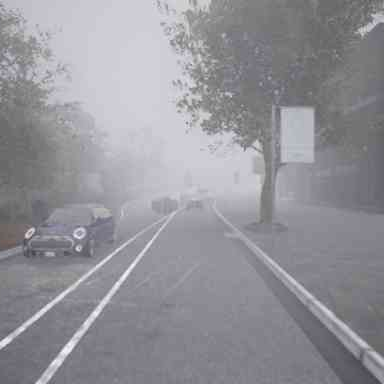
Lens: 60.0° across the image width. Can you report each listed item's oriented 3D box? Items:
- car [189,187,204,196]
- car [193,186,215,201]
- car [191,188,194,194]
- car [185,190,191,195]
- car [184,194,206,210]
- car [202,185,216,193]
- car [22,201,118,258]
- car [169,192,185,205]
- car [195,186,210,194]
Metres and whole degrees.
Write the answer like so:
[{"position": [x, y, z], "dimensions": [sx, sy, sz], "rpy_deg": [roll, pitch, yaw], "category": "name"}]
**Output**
[{"position": [0.979, -0.104, 70.250], "dimensions": [2.097, 1.535, 5.008], "rpy_deg": [0, 4, 14], "category": "car"}, {"position": [2.082, 0.343, 56.292], "dimensions": [2.150, 2.045, 5.566], "rpy_deg": [0, 3, 8], "category": "car"}, {"position": [-0.348, 0.267, 64.170], "dimensions": [2.002, 1.452, 4.674], "rpy_deg": [-1, 3, 12], "category": "car"}, {"position": [-2.082, 0.761, 53.790], "dimensions": [2.097, 1.535, 5.008], "rpy_deg": [1, 4, 9], "category": "car"}, {"position": [0.412, 1.253, 37.827], "dimensions": [1.812, 1.442, 4.674], "rpy_deg": [0, 0, 2], "category": "car"}, {"position": [4.194, -0.773, 81.827], "dimensions": [2.097, 1.535, 5.008], "rpy_deg": [0, 3, 18], "category": "car"}, {"position": [-4.248, 1.262, 12.279], "dimensions": [2.097, 1.767, 4.553], "rpy_deg": [0, 1, 1], "category": "car"}, {"position": [-2.594, 1.140, 47.679], "dimensions": [2.002, 1.452, 4.674], "rpy_deg": [-2, 3, 4], "category": "car"}, {"position": [2.373, -0.428, 75.777], "dimensions": [2.231, 1.521, 4.892], "rpy_deg": [0, 3, 16], "category": "car"}]
